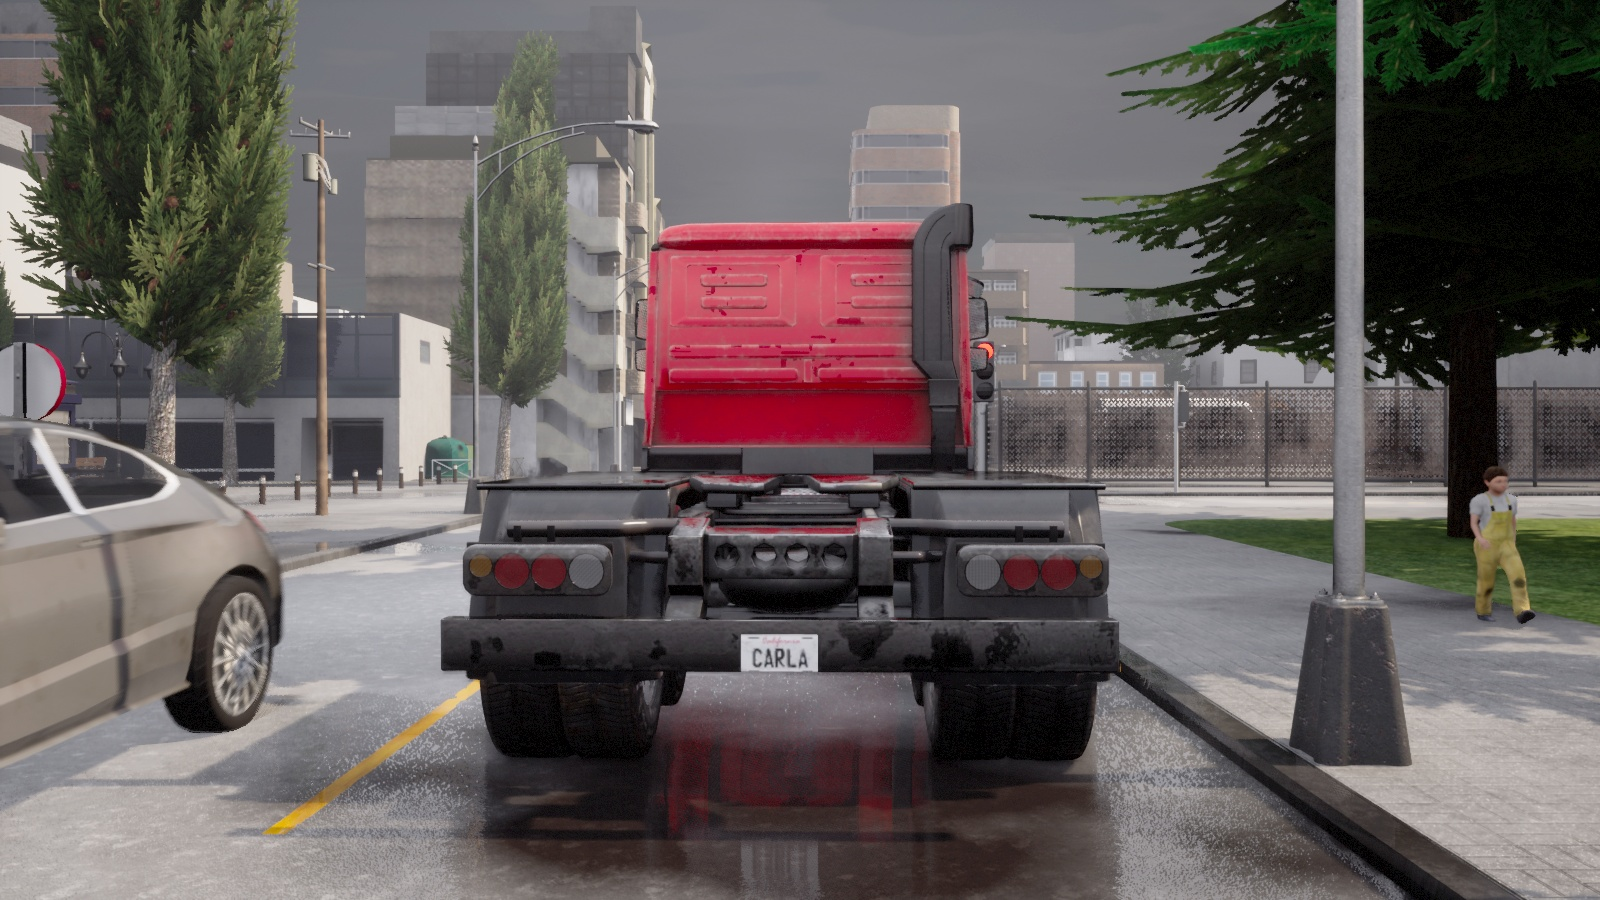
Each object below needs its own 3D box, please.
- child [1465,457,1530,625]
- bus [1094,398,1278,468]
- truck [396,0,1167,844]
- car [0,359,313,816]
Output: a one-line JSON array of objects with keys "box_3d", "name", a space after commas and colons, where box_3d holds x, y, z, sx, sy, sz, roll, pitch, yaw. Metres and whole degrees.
[{"box_3d": [5.383, 0.686, 9.702, 0.270, 1.263, 0.437, 0, 0, 4], "name": "child"}, {"box_3d": [23.857, -1.052, 78.208, 10.273, 4.253, 3.944, 0, 0, 2], "name": "bus"}, {"box_3d": [0.020, -0.284, 8.679, 2.891, 3.462, 7.936, 0, 0, 1], "name": "truck"}, {"box_3d": [-3.965, 0.494, 4.912, 2.152, 1.651, 5.027, 0, 0, 0], "name": "car"}]
